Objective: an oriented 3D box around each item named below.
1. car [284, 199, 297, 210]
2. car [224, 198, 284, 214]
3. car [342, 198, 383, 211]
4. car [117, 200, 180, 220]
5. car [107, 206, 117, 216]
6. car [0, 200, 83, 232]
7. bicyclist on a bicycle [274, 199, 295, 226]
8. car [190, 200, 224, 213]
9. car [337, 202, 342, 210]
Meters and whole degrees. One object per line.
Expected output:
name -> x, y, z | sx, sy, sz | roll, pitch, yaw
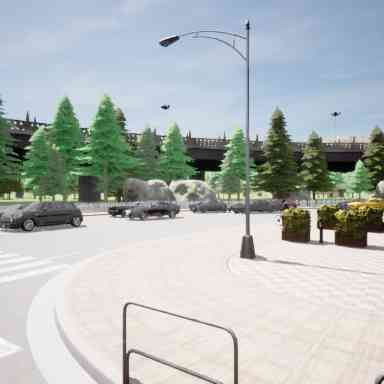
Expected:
car -> 9.980, 1.470, 38.799 | 4.674, 1.442, 1.812 | 0, 0, -15
car -> 6.329, 1.492, 33.887 | 5.357, 1.411, 2.033 | 0, 0, -24
car -> 19.747, 1.422, 36.745 | 5.008, 1.535, 1.882 | 0, 0, 2
car -> -3.171, 1.436, 27.140 | 4.902, 1.511, 2.128 | 0, 0, -44
car -> -5.238, 1.545, 30.079 | 4.718, 1.301, 1.895 | 0, 0, -44
car -> -8.967, 1.297, 20.069 | 2.097, 1.767, 4.553 | 0, 0, 37
bicyclist on a bicycle -> 5.554, 1.245, 19.593 | 0.582, 1.620, 1.656 | 0, 0, -44
car -> 1.853, 1.508, 35.367 | 4.181, 1.385, 1.994 | 0, 0, -29
car -> 19.756, 1.509, 40.175 | 4.181, 1.385, 1.994 | 0, 0, 0
